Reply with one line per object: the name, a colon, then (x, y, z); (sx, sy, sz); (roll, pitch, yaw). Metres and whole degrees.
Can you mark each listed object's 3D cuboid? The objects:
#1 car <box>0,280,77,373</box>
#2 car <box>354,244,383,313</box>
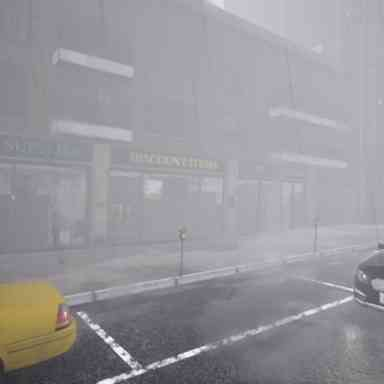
car: (-3.763, 1.526, 3.386); (4.829, 1.417, 1.752); (0, 2, -35)
car: (5.226, 1.495, 6.801); (4.902, 1.511, 2.128); (0, 0, -36)
